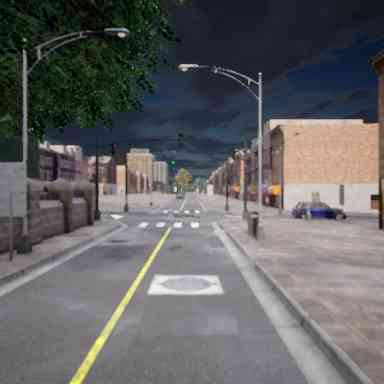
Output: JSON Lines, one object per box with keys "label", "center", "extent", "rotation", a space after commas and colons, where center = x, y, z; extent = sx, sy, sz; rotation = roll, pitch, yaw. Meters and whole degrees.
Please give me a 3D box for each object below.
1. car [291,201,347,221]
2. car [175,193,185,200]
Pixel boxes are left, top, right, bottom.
{"label": "car", "center": [11.390, 1.642, 29.898], "extent": [4.553, 1.767, 2.097], "rotation": [1, 0, 0]}
{"label": "car", "center": [-2.742, 1.036, 75.968], "extent": [1.837, 1.490, 4.892], "rotation": [0, 1, 0]}
